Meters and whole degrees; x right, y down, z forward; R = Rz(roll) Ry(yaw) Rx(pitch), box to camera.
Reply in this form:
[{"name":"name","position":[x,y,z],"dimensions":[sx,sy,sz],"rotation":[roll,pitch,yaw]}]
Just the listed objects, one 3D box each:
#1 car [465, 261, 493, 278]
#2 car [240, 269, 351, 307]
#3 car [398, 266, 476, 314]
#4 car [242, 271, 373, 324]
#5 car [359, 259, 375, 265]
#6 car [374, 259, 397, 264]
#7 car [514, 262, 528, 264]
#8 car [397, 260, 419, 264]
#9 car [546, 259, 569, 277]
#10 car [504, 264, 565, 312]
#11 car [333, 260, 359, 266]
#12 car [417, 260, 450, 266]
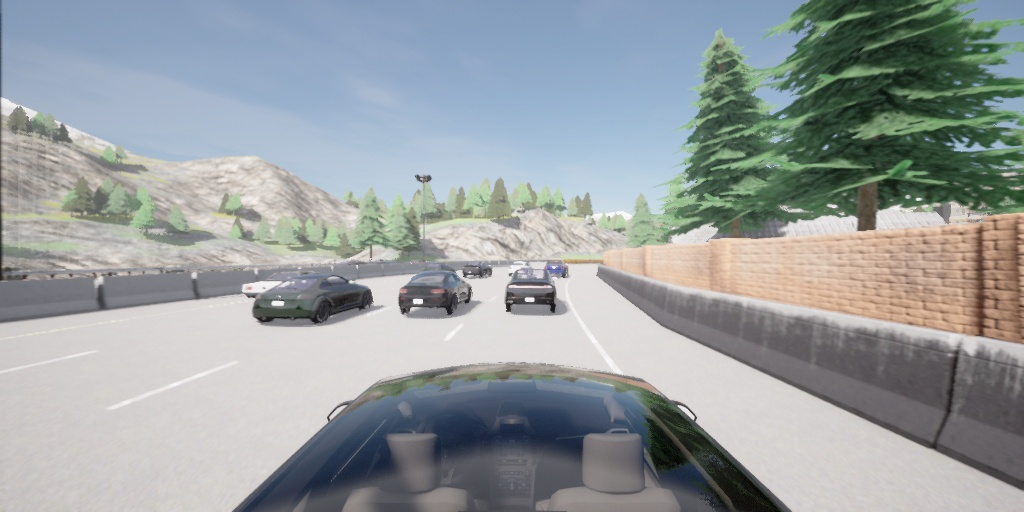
[{"name":"car","position":[-3.188,1.235,33.761],"dimensions":[2.128,1.511,4.902],"rotation":[0,0,12]},{"name":"car","position":[-9.562,1.324,16.422],"dimensions":[1.895,1.301,4.718],"rotation":[0,0,6]},{"name":"car","position":[-2.780,1.269,13.610],"dimensions":[1.812,1.442,4.674],"rotation":[0,0,5]},{"name":"car","position":[-6.398,1.296,12.027],"dimensions":[1.994,1.385,4.181],"rotation":[0,0,4]},{"name":"car","position":[-19.788,1.188,53.347],"dimensions":[2.128,1.511,4.902],"rotation":[0,0,18]},{"name":"car","position":[-16.930,1.269,50.789],"dimensions":[1.994,1.385,4.181],"rotation":[0,0,18]},{"name":"car","position":[0.878,1.281,35.854],"dimensions":[1.812,1.442,4.674],"rotation":[0,0,13]},{"name":"car","position":[-13.497,1.241,50.087],"dimensions":[1.812,1.442,4.674],"rotation":[0,0,18]},{"name":"car","position":[4.404,1.118,35.463],"dimensions":[2.097,1.767,4.553],"rotation":[0,0,13]},{"name":"car","position":[0.805,1.245,14.342],"dimensions":[2.128,1.511,4.902],"rotation":[0,0,5]},{"name":"car","position":[-23.710,1.233,52.704],"dimensions":[2.033,1.411,5.357],"rotation":[0,0,17]},{"name":"car","position":[-6.832,1.297,33.459],"dimensions":[1.994,1.385,4.181],"rotation":[0,0,12]}]
